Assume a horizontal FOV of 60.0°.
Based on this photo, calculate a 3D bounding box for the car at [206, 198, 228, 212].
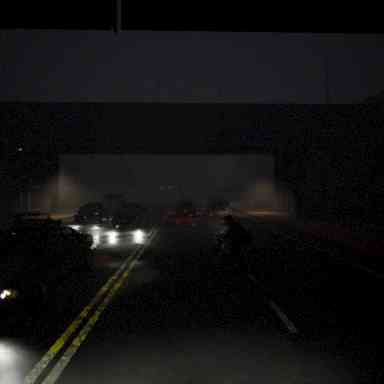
[{"bbox_3d":[2.714,1.478,38.966,1.882,1.535,5.008,0,0,-1],"label":"car"}]

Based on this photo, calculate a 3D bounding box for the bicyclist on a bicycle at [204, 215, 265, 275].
[{"bbox_3d":[1.144,1.452,8.980,1.656,1.620,0.582,0,0,-1],"label":"bicyclist on a bicycle"}]

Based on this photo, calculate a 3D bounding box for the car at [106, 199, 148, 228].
[{"bbox_3d":[-4.094,1.478,22.477,1.882,1.535,5.008,0,0,-1],"label":"car"}]

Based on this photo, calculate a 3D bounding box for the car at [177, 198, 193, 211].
[{"bbox_3d":[-0.847,1.526,40.722,1.812,1.442,4.674,0,0,-2],"label":"car"}]

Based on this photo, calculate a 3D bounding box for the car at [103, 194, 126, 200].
[{"bbox_3d":[-7.822,1.221,33.357,2.150,2.045,5.566,0,0,-2],"label":"car"}]

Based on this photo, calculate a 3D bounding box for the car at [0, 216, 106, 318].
[{"bbox_3d":[-3.760,1.548,7.868,2.033,1.411,5.357,0,0,-1],"label":"car"}]

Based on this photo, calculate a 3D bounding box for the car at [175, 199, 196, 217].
[{"bbox_3d":[-0.611,1.478,31.395,1.882,1.535,5.008,0,0,-1],"label":"car"}]

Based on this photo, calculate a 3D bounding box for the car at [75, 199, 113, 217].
[{"bbox_3d":[-7.580,1.526,25.779,1.812,1.442,4.674,0,0,-1],"label":"car"}]

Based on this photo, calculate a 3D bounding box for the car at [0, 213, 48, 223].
[{"bbox_3d":[-7.415,1.601,14.536,1.895,1.301,4.718,0,0,-1],"label":"car"}]
